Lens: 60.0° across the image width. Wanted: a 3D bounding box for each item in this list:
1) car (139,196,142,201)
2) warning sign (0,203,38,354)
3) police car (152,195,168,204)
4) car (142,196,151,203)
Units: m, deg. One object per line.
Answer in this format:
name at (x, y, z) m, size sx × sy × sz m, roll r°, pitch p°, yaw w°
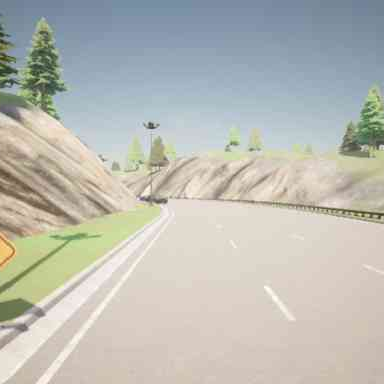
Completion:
car at (-10.661, 1.517, 75.496) m, size 1.882 × 1.535 × 5.008 m, roll 0°, pitch 0°, yaw -23°
warning sign at (-3.050, 1.099, 4.649) m, size 1.300 × 1.860 × 1.060 m, roll 0°, pitch 0°, yaw 0°
police car at (-5.802, 1.441, 61.609) m, size 1.930 × 1.638 × 5.238 m, roll 0°, pitch 0°, yaw -16°
car at (-8.633, 1.563, 70.318) m, size 1.837 × 1.490 × 4.892 m, roll 0°, pitch 0°, yaw -20°
